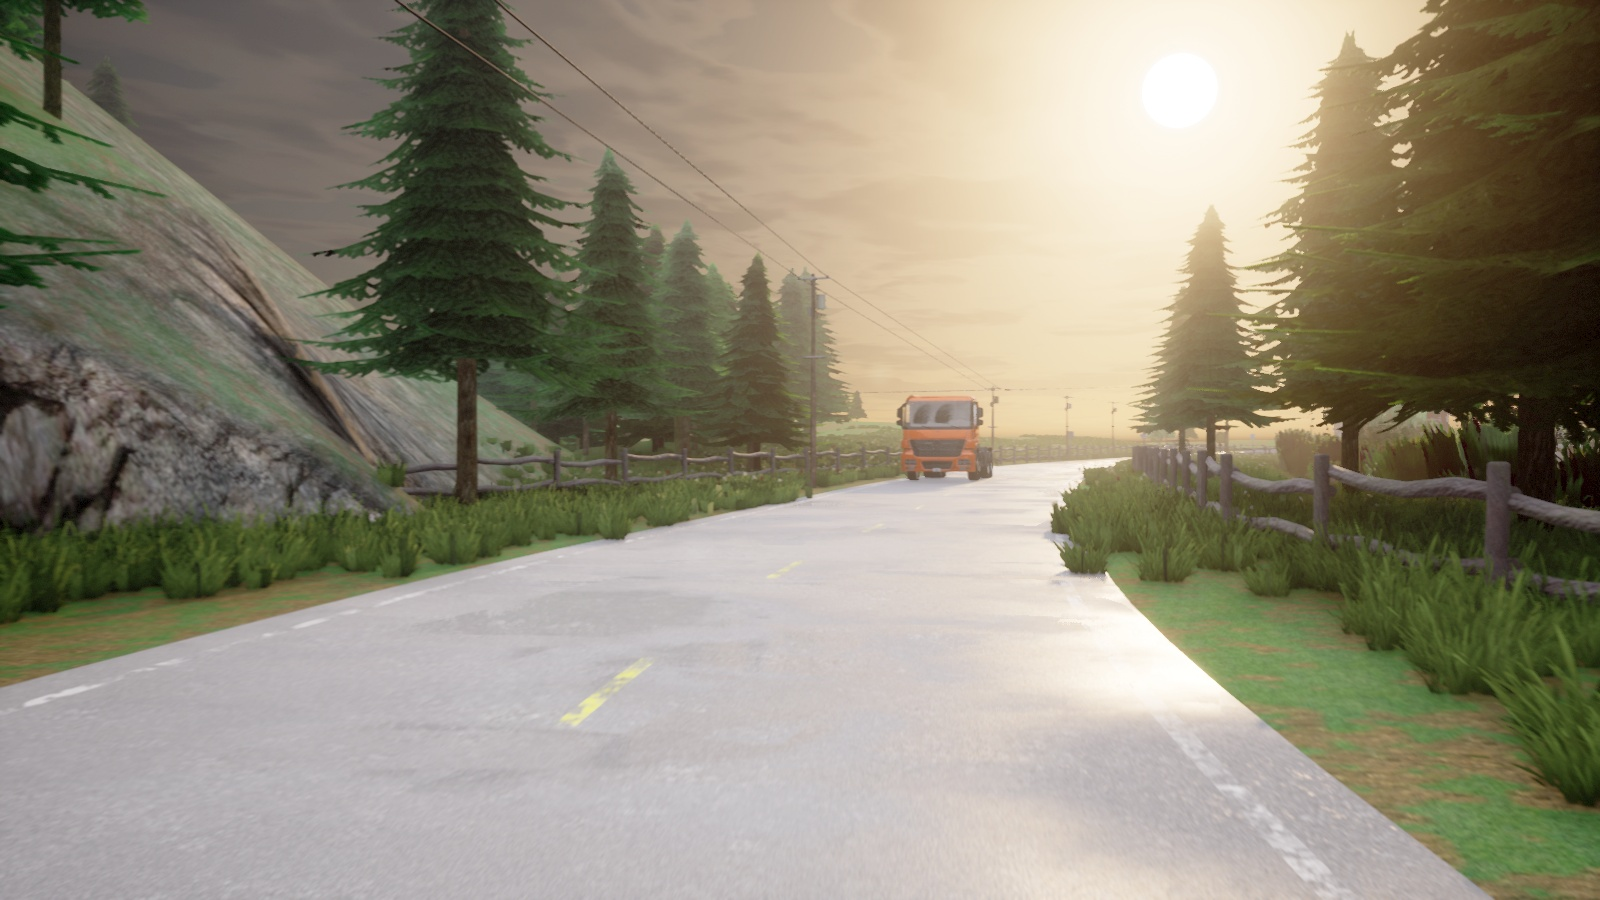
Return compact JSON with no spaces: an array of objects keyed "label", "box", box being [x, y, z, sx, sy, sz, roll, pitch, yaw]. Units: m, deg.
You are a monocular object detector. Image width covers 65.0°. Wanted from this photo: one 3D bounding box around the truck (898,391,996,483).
[{"label":"truck","box":[6.191,-0.518,51.722,2.891,3.462,7.936,0,0,15]}]
